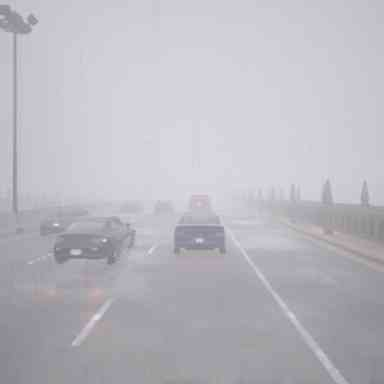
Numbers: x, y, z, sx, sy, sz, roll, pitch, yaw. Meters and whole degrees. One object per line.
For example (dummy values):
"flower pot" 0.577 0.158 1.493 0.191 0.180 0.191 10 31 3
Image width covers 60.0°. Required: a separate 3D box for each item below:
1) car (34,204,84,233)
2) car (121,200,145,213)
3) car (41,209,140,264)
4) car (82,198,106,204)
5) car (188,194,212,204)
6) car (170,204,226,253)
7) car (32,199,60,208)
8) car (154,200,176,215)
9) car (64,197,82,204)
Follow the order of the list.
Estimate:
"car" -6.581 1.565 18.246 1.994 1.385 4.181 0 0 1
"car" -6.185 1.531 34.746 1.812 1.442 4.674 0 0 1
"car" -3.239 1.527 11.696 1.812 1.442 4.674 0 0 1
"car" -13.100 1.606 45.842 1.895 1.301 4.718 0 0 2
"car" 0.769 1.229 32.816 2.150 2.045 5.566 0 0 1
"car" 0.316 1.481 13.705 1.882 1.535 5.008 0 0 1
"car" -20.093 1.603 45.985 1.895 1.301 4.718 0 0 2
"car" -2.711 1.498 33.683 2.128 1.511 4.902 0 0 1
"car" -16.554 1.497 47.409 2.128 1.511 4.902 0 0 2
